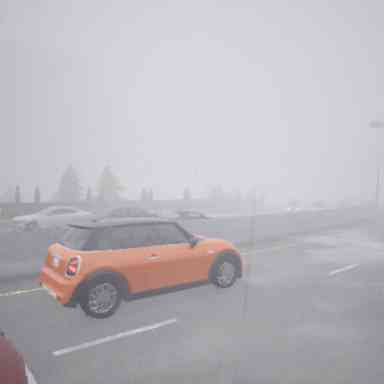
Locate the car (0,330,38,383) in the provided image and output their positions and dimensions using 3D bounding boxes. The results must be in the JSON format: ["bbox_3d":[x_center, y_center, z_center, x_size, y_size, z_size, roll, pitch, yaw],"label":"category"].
[{"bbox_3d":[-3.244,1.605,1.525,4.718,1.301,1.895,0,0,-35],"label":"car"}]

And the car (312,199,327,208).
[{"bbox_3d":[19.780,1.762,51.536,1.895,1.301,4.718,0,0,24],"label":"car"}]

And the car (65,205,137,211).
[{"bbox_3d":[-4.212,1.533,18.812,5.008,1.535,1.882,0,0,-41],"label":"car"}]

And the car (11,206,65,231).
[{"bbox_3d":[-8.200,1.584,19.991,4.674,1.442,1.812,0,0,-40],"label":"car"}]

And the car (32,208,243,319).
[{"bbox_3d":[-0.931,1.375,7.682,4.553,1.767,2.097,0,0,-38],"label":"car"}]

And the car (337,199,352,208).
[{"bbox_3d":[23.749,1.727,52.003,1.994,1.385,4.181,0,0,23],"label":"car"}]

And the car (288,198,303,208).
[{"bbox_3d":[16.279,1.668,52.351,1.837,1.490,4.892,0,0,24],"label":"car"}]

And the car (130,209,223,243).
[{"bbox_3d":[-0.675,1.653,17.221,4.718,1.301,1.895,0,0,-42],"label":"car"}]
